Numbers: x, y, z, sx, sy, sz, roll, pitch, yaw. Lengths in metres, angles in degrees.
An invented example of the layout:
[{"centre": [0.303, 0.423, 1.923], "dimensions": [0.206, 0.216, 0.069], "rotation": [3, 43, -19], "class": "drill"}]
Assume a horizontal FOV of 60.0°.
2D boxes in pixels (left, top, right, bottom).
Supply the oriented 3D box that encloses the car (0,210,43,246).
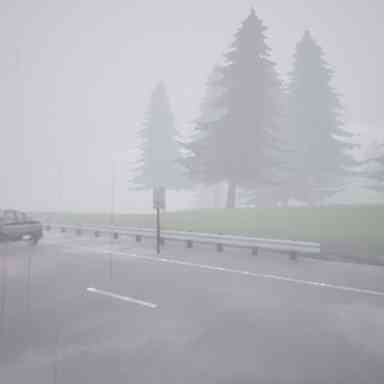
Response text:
[{"centre": [-8.269, 1.509, 14.068], "dimensions": [4.902, 1.511, 2.128], "rotation": [0, 0, 36], "class": "car"}]
